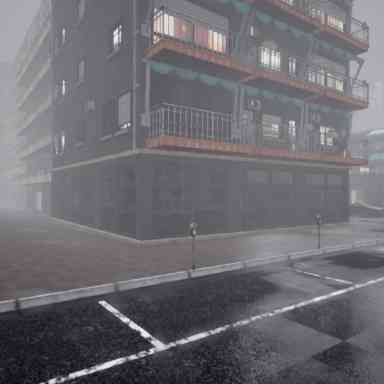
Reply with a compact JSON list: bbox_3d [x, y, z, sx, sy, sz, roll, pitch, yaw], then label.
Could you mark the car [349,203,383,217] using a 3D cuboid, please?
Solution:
[{"bbox_3d":[16.841,1.766,33.136,1.994,1.385,4.181,0,-1,-35],"label":"car"}]
